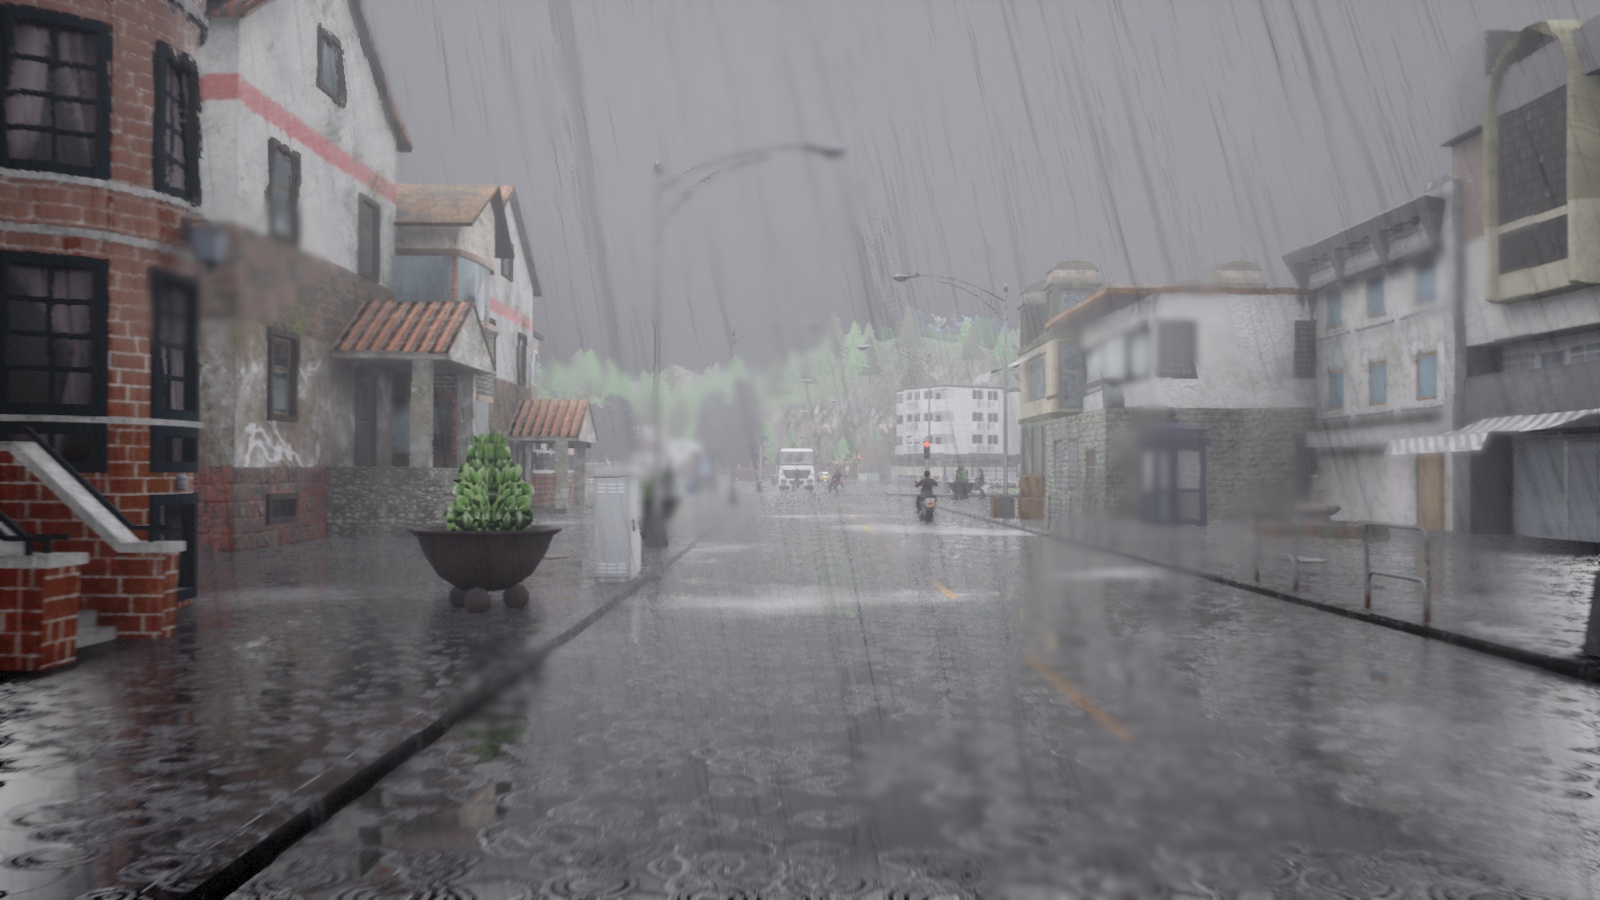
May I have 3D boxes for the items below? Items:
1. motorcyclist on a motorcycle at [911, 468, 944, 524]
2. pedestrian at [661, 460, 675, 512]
[{"bbox_3d":[3.904,1.398,38.717,0.766,1.649,2.350,0,-1,0],"label":"motorcyclist on a motorcycle"},{"bbox_3d":[-4.738,1.301,45.228,0.353,1.847,0.614,0,-1,8],"label":"pedestrian"}]
